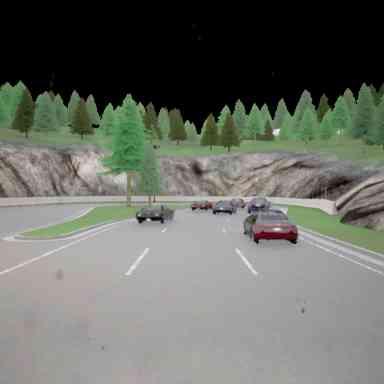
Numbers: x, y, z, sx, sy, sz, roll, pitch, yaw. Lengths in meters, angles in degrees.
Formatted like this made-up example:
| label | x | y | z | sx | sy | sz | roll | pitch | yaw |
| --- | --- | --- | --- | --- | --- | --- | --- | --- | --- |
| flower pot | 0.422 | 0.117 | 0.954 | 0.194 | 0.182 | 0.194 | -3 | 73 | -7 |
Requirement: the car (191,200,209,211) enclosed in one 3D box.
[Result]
| label | x | y | z | sx | sy | sz | roll | pitch | yaw |
| --- | --- | --- | --- | --- | --- | --- | --- | --- | --- |
| car | 1.339 | 1.601 | 40.031 | 1.895 | 1.301 | 4.718 | 0 | 0 | 15 |

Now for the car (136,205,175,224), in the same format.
| label | x | y | z | sx | sy | sz | roll | pitch | yaw |
| --- | --- | --- | --- | --- | --- | --- | --- | --- | --- |
| car | -2.620 | 1.601 | 24.907 | 1.895 | 1.301 | 4.718 | 0 | 0 | 9 |

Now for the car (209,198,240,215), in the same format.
| label | x | y | z | sx | sy | sz | roll | pitch | yaw |
| --- | --- | --- | --- | --- | --- | --- | --- | --- | --- |
| car | 3.414 | 1.564 | 34.360 | 1.994 | 1.385 | 4.181 | 0 | 0 | 15 |

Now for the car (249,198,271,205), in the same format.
| label | x | y | z | sx | sy | sz | roll | pitch | yaw |
| --- | --- | --- | --- | --- | --- | --- | --- | --- | --- |
| car | 7.009 | 1.353 | 34.292 | 2.097 | 1.767 | 4.553 | 0 | 0 | 16 |

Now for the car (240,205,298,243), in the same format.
| label | x | y | z | sx | sy | sz | roll | pitch | yaw |
| --- | --- | --- | --- | --- | --- | --- | --- | --- | --- |
| car | 3.700 | 1.564 | 16.209 | 1.994 | 1.385 | 4.181 | 0 | 0 | 2 |

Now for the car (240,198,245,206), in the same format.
| label | x | y | z | sx | sy | sz | roll | pitch | yaw |
| --- | --- | --- | --- | --- | --- | --- | --- | --- | --- |
| car | 5.991 | 1.547 | 44.113 | 2.033 | 1.411 | 5.357 | 0 | 0 | 12 |
